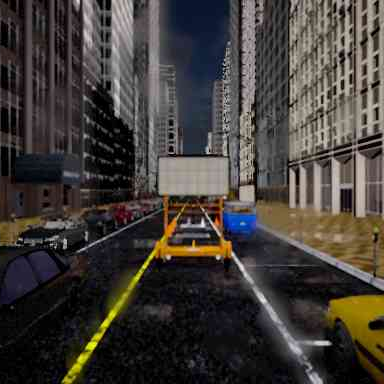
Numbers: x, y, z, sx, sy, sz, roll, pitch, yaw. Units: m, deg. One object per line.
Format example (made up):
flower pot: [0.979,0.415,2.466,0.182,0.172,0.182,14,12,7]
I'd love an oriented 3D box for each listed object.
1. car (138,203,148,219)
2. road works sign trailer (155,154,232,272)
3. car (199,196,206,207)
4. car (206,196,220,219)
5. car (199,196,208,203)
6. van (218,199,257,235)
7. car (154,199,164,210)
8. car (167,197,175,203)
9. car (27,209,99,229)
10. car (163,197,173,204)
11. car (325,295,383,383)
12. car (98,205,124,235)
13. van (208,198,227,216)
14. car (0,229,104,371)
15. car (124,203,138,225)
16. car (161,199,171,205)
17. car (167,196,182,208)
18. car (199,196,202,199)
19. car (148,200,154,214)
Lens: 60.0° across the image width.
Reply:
car: [-5.623,1.769,31.090,2.008,1.369,4.403,-1,0,0]
road works sign trailer: [0.055,0.543,11.091,2.380,3.560,2.880,0,0,1]
car: [2.829,1.968,59.486,2.008,1.369,4.403,-1,0,0]
car: [2.756,1.534,31.070,2.192,1.841,5.009,-1,0,0]
car: [2.898,1.929,87.906,2.192,1.841,5.009,-1,0,0]
van: [2.728,1.480,19.703,1.690,1.788,3.998,-1,0,0]
car: [-5.580,1.889,48.140,2.008,1.369,4.403,-1,0,0]
car: [-5.481,2.138,87.755,1.752,1.417,4.829,-1,0,0]
car: [-5.665,1.650,14.039,2.008,1.369,4.403,-1,0,0]
car: [-5.510,1.976,76.558,1.967,1.590,4.097,-1,0,0]
car: [2.688,1.546,2.821,1.752,1.417,4.829,-1,0,0]
car: [-5.650,1.705,19.723,1.947,1.339,4.313,-1,0,0]
van: [2.770,1.600,36.754,1.690,1.788,3.998,-1,0,0]
car: [-3.089,1.583,4.904,2.033,1.411,5.357,0,0,0]
car: [-5.636,1.724,25.406,1.887,1.381,4.507,-1,0,0]
car: [-5.523,2.078,70.874,1.802,1.307,4.206,-1,0,0]
car: [-2.875,1.623,56.484,2.150,2.045,5.566,0,-1,0]
car: [2.883,1.890,82.222,2.192,1.841,5.009,-1,0,0]
car: [-5.608,1.840,36.773,1.802,1.307,4.206,-1,0,0]
